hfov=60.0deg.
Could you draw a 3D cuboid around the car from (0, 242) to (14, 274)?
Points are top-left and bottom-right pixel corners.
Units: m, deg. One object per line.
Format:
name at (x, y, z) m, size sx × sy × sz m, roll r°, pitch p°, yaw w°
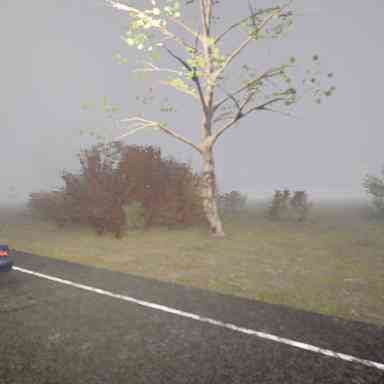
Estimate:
car at (-6.926, 1.551, 9.040) m, size 5.357 × 1.411 × 2.033 m, roll 0°, pitch 0°, yaw 36°
